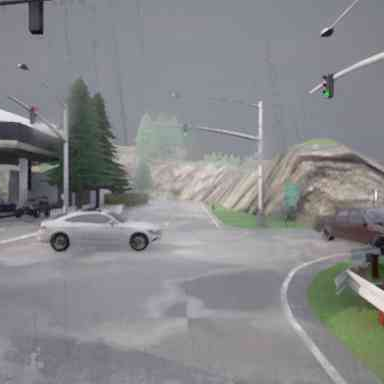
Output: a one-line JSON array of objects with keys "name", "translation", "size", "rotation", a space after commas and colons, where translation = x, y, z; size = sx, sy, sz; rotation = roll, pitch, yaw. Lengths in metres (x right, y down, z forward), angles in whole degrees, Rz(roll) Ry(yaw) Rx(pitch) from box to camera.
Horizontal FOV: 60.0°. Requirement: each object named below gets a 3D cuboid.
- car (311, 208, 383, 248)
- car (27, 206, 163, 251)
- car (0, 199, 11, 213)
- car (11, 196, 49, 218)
[{"name": "car", "translation": [6.860, 1.365, 13.077], "size": [2.033, 1.411, 5.357], "rotation": [0, 0, -12]}, {"name": "car", "translation": [-3.469, 1.422, 12.829], "size": [4.674, 1.442, 1.812], "rotation": [0, 0, -1]}, {"name": "car", "translation": [-20.243, 1.502, 34.954], "size": [2.242, 1.667, 4.611], "rotation": [0, 0, -1]}, {"name": "car", "translation": [-14.535, 1.332, 30.678], "size": [1.905, 1.878, 3.866], "rotation": [0, 0, -1]}]
